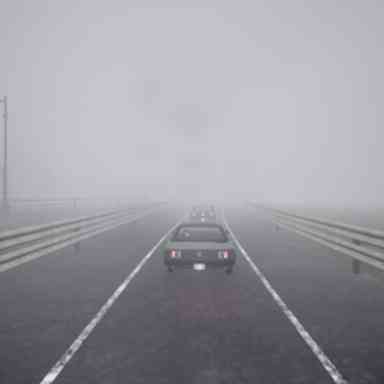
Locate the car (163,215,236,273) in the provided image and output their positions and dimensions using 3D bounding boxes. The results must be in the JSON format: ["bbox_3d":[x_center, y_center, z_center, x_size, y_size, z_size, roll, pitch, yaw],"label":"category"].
[{"bbox_3d":[0.261,1.633,10.723,1.895,1.301,4.718,0,0,2],"label":"car"}]

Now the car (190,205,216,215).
[{"bbox_3d":[0.930,1.677,26.028,1.895,1.301,4.718,0,0,4],"label":"car"}]
